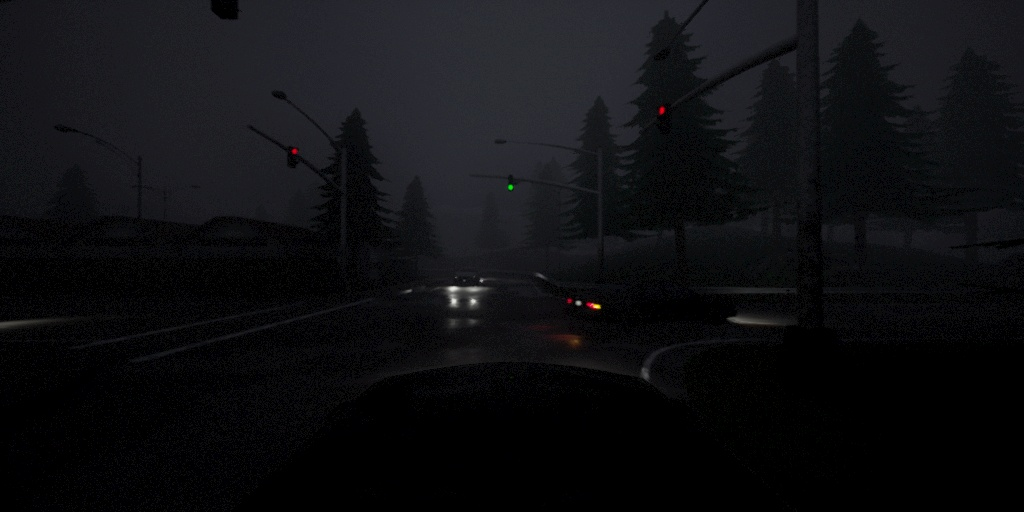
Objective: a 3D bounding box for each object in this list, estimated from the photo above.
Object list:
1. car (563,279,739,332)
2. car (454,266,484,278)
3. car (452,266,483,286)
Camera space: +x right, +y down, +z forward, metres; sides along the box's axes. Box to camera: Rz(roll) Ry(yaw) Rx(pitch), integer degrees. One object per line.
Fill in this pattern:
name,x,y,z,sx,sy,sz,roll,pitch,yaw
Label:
car,4.300,1.413,11.086,5.357,1.411,2.033,0,-1,-19
car,-5.105,1.819,42.240,1.895,1.301,4.718,0,-1,-28
car,-3.612,1.595,29.320,1.812,1.442,4.674,0,-1,-1
